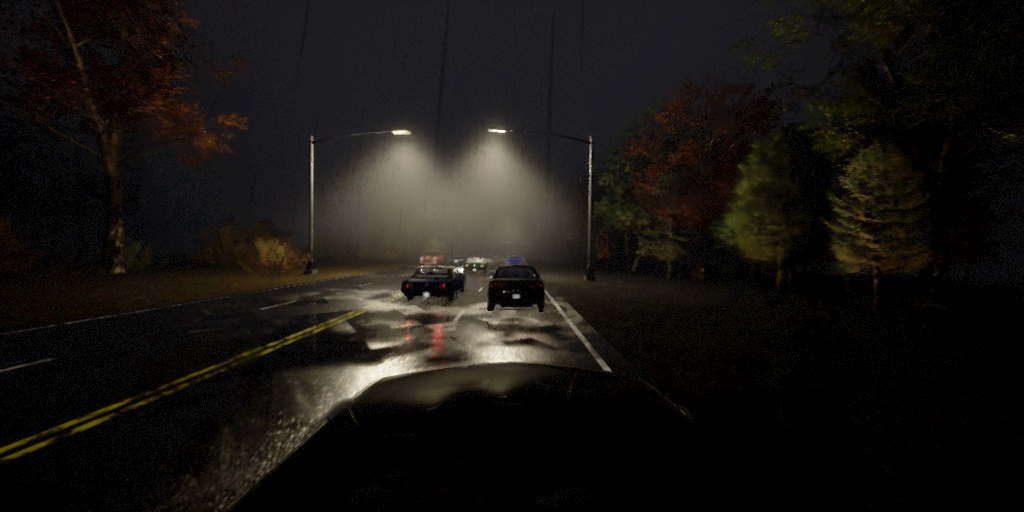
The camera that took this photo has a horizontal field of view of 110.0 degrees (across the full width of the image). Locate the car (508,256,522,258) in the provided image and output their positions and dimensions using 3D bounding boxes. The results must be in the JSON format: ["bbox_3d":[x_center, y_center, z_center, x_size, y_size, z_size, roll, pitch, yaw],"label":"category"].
[{"bbox_3d":[0.251,0.682,33.672,1.812,1.442,4.674,-1,1,0],"label":"car"}]

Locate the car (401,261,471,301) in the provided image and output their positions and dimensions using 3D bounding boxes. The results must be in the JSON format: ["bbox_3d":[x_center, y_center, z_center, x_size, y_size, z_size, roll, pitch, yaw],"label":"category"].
[{"bbox_3d":[-3.109,1.075,15.268,1.895,1.301,4.718,1,1,0],"label":"car"}]

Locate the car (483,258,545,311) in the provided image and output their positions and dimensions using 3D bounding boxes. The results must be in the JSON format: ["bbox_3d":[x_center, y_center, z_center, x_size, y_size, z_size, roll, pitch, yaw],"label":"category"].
[{"bbox_3d":[0.139,1.020,13.447,1.882,1.535,5.008,0,1,0],"label":"car"}]

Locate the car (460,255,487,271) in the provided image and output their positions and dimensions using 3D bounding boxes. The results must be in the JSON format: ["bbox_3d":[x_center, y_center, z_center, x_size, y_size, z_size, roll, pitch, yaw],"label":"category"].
[{"bbox_3d":[-3.019,0.785,31.208,1.895,1.301,4.718,1,1,0],"label":"car"}]

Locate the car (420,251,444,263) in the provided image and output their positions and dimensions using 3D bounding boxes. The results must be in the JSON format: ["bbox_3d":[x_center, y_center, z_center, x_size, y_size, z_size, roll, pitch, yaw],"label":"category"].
[{"bbox_3d":[-9.594,0.223,43.145,2.097,1.767,4.553,1,1,1],"label":"car"}]

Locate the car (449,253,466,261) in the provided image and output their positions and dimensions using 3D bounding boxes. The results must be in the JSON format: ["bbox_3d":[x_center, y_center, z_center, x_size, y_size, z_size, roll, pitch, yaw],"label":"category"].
[{"bbox_3d":[-6.344,0.405,43.356,2.128,1.511,4.902,1,1,1],"label":"car"}]
